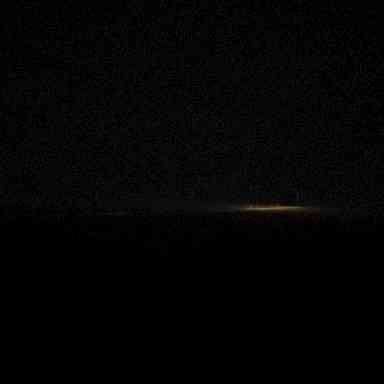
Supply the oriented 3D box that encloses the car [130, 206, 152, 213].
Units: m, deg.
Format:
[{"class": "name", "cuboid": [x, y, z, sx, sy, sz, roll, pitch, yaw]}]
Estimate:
[{"class": "car", "cuboid": [-10.394, 3.416, 67.305, 1.895, 1.301, 4.718, -1, -3, 35]}]
